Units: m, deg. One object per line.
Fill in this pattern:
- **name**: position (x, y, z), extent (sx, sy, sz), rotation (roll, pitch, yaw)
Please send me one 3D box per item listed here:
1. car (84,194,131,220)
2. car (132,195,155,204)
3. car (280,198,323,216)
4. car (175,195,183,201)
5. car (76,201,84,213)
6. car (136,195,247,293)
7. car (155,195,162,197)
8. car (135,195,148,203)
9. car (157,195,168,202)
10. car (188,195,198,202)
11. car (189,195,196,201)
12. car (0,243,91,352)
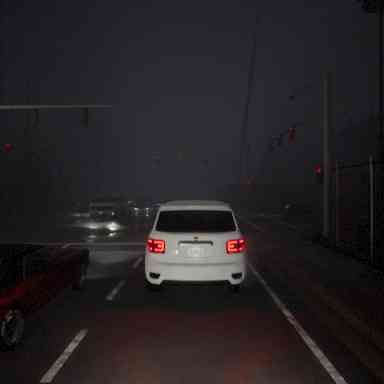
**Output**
- **car**: position (-7.044, 1.244, 28.417), extent (2.150, 2.045, 5.566), rotation (0, 0, 0)
- **car**: position (-6.994, 1.492, 48.534), extent (1.837, 1.490, 4.892), rotation (0, 1, 0)
- **car**: position (11.020, 1.401, 32.611), extent (4.553, 1.767, 2.097), rotation (0, 0, 0)
- **car**: position (-3.316, 1.523, 85.973), extent (2.033, 1.411, 5.357), rotation (0, 0, 0)
- **car**: position (-11.301, 1.362, 37.880), extent (2.097, 1.767, 4.553), rotation (0, 1, 11)
- **car**: position (0.092, 1.220, 9.032), extent (2.150, 2.045, 5.566), rotation (0, 0, 0)
- **car**: position (-6.919, 1.513, 62.796), extent (1.812, 1.442, 4.674), rotation (0, 0, 1)
- **car**: position (-10.353, 1.464, 68.746), extent (1.882, 1.535, 5.008), rotation (0, 0, 0)
- **car**: position (-6.832, 1.483, 78.186), extent (2.033, 1.411, 5.357), rotation (0, 0, 0)
- **car**: position (0.168, 1.508, 75.685), extent (2.128, 1.511, 4.902), rotation (0, 0, 0)
- **car**: position (0.185, 1.507, 86.088), extent (1.812, 1.442, 4.674), rotation (0, 0, 0)
- **car**: position (-3.430, 1.600, 6.109), extent (1.895, 1.301, 4.718), rotation (0, 0, 1)
